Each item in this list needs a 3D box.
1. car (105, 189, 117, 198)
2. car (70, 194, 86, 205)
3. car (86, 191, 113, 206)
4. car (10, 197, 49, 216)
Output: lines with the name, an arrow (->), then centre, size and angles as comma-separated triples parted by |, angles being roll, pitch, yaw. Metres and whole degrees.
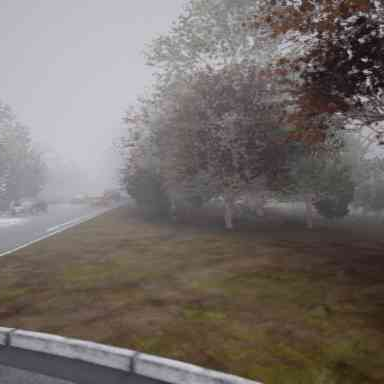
car -> -12.846, 0.572, 53.210 | 2.150, 2.045, 5.566 | -1, 1, -5
car -> -15.778, 1.031, 47.052 | 1.812, 1.442, 4.674 | -1, 1, -5
car -> -11.822, 0.968, 42.876 | 1.882, 1.535, 5.008 | -1, 1, -5
car -> -14.200, 1.200, 29.244 | 2.128, 1.511, 4.902 | -1, 1, -5
